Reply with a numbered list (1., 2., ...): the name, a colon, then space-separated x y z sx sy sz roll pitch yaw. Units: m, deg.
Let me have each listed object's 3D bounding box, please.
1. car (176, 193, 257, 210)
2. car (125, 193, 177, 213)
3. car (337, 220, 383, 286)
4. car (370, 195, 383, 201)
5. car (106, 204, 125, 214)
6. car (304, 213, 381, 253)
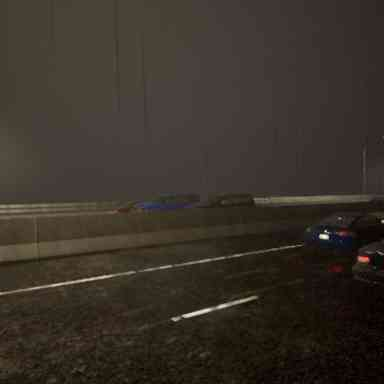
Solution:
1. car: 2.031 1.102 22.659 5.566 2.045 2.150 -1 0 -35
2. car: -1.694 1.119 24.289 5.566 2.045 2.150 -1 0 -36
3. car: 6.029 1.470 8.054 5.357 1.411 2.033 -1 0 -36
4. car: 29.197 1.113 50.582 5.357 1.411 2.033 -1 0 -35
5. car: -4.538 1.431 26.557 4.674 1.442 1.812 -1 0 -36
6. car: 6.095 1.466 12.402 4.181 1.385 1.994 -1 0 -36
